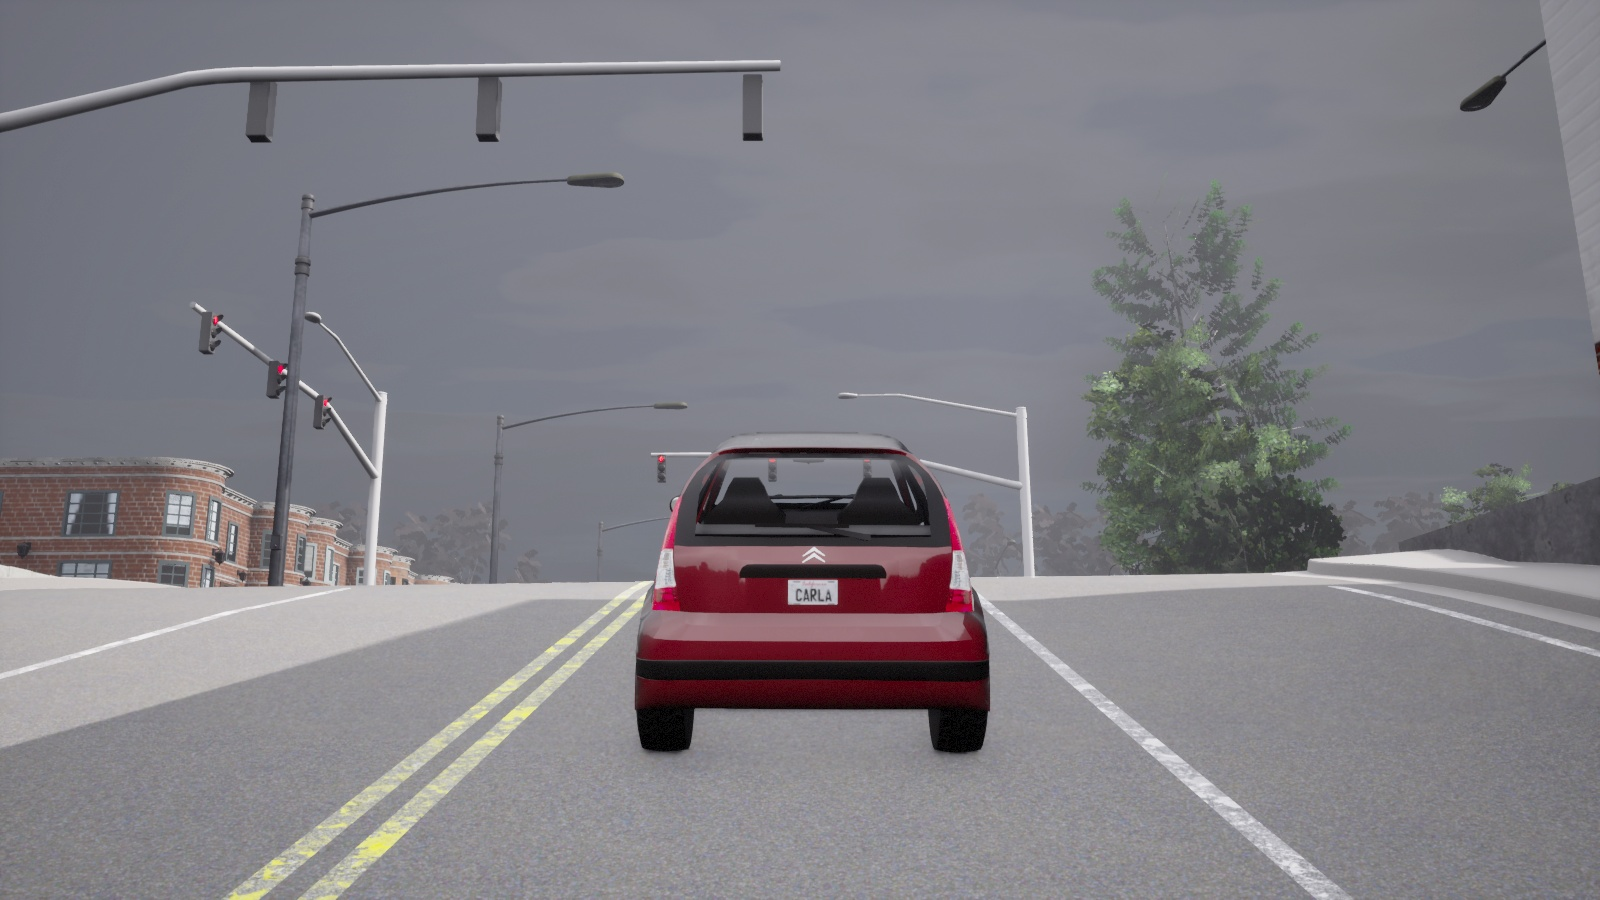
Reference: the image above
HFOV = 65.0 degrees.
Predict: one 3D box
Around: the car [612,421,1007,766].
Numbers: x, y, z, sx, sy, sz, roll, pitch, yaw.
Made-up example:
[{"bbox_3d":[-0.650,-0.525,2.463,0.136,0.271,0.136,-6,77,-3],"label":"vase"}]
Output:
[{"bbox_3d":[0.049,0.677,7.904,1.851,1.617,3.988,0,0,0],"label":"car"}]
